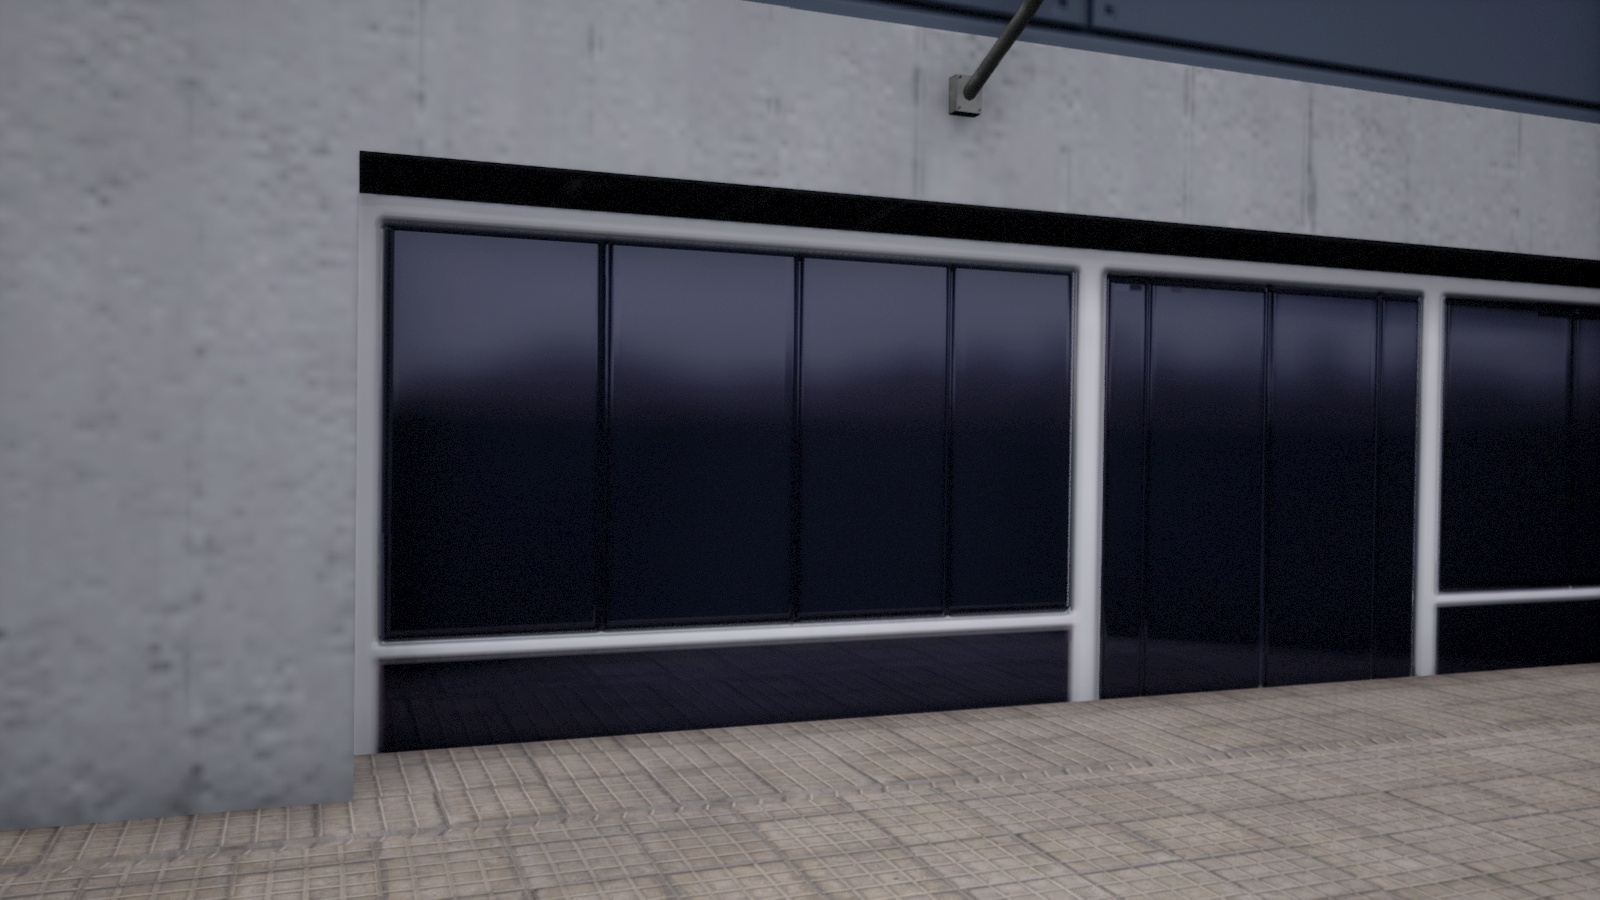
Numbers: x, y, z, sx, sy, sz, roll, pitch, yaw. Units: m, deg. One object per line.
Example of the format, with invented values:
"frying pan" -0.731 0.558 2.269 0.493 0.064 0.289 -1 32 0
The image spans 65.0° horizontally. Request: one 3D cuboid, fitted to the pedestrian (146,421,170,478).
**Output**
"pedestrian" -22.025 -0.024 43.070 0.692 1.930 0.395 -1 1 -22
